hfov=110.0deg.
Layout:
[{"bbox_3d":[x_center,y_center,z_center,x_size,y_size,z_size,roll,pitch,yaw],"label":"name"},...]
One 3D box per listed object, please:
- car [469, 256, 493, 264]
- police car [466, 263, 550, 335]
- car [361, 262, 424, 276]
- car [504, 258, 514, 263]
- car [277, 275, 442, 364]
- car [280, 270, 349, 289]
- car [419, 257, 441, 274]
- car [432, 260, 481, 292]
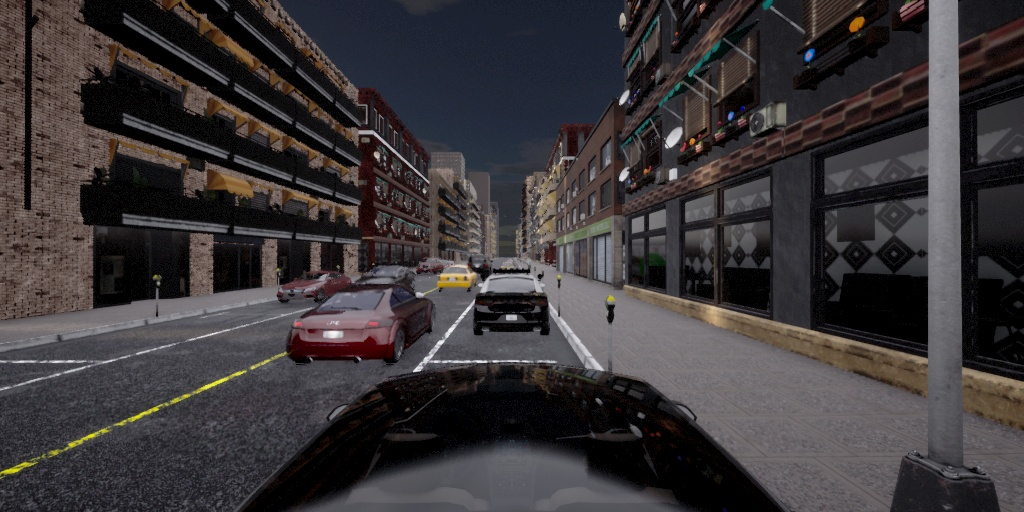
[{"bbox_3d":[-3.045,0.974,34.367,2.150,2.045,5.566,0,0,0],"label":"car"},{"bbox_3d":[-0.011,1.175,10.609,1.930,1.638,5.238,0,0,0],"label":"police car"},{"bbox_3d":[-6.246,1.242,18.038,2.128,1.511,4.902,0,0,0],"label":"car"},{"bbox_3d":[-0.456,1.275,39.173,1.751,1.417,4.829,0,0,0],"label":"car"},{"bbox_3d":[-3.047,1.313,8.113,1.994,1.385,4.181,0,0,0],"label":"car"},{"bbox_3d":[-8.837,1.333,16.462,1.802,1.307,4.207,0,0,0],"label":"car"},{"bbox_3d":[-8.837,1.064,39.007,2.192,1.841,5.009,0,0,0],"label":"car"},{"bbox_3d":[-3.147,1.206,21.412,1.801,1.575,5.366,0,0,0],"label":"car"}]
